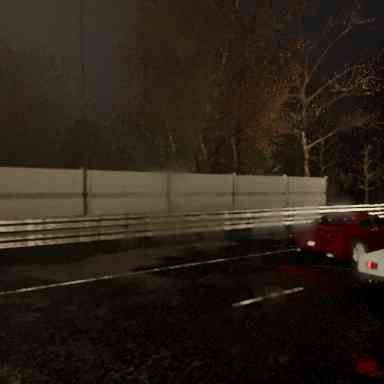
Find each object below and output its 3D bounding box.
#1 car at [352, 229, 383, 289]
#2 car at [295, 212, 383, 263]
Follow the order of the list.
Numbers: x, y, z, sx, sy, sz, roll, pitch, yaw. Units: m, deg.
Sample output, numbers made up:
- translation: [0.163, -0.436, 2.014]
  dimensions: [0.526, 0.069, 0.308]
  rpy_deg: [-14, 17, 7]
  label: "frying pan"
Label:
- translation: [6.022, 1.585, 7.732]
  dimensions: [4.718, 1.301, 1.895]
  rpy_deg: [0, 0, -33]
  label: "car"
- translation: [5.818, 1.451, 11.750]
  dimensions: [5.008, 1.535, 1.882]
  rpy_deg: [0, 0, -33]
  label: "car"
